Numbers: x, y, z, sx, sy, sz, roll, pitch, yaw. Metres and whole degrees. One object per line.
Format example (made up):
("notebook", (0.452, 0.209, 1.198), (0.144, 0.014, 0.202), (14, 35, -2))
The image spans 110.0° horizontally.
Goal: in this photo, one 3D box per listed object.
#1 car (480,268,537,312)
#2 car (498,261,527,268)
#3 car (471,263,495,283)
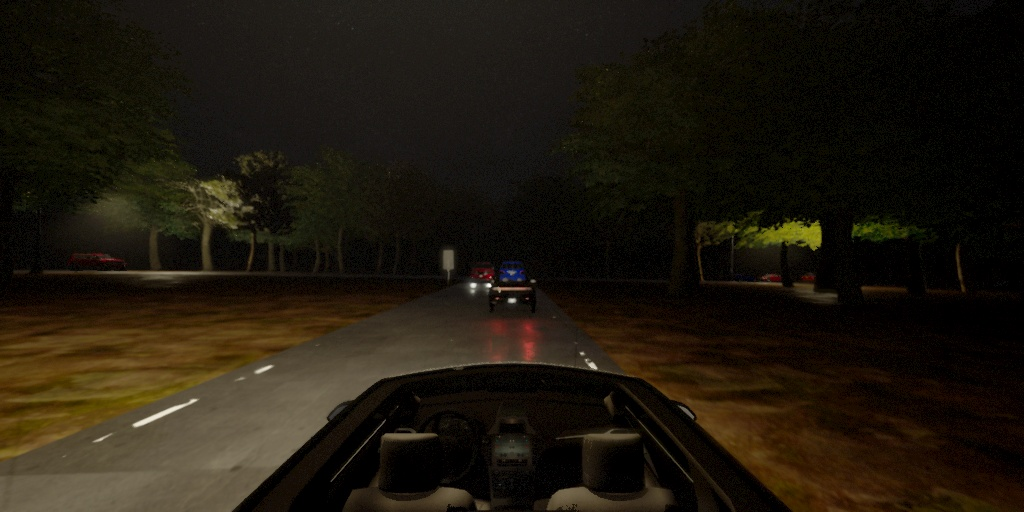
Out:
("car", (0.032, 1.443, 15.393), (2.128, 1.511, 4.902), (0, -1, 1))
("car", (0.030, 1.474, 29.467), (2.150, 2.045, 5.566), (0, -1, 0))
("car", (-2.986, 1.684, 37.392), (2.150, 2.045, 5.566), (0, -2, 0))
